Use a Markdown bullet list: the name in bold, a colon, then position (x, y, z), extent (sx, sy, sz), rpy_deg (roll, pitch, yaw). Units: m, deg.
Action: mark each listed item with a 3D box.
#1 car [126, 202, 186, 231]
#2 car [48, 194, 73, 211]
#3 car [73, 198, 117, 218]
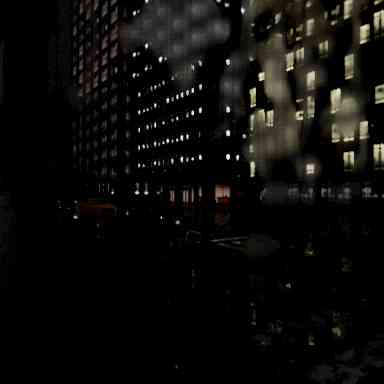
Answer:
- **car**: position (-2.227, 1.343, 19.771), extent (2.128, 1.511, 4.902), rpy_deg (0, 0, -37)
- **car**: position (-13.745, 1.044, 35.268), extent (2.097, 1.767, 4.553), rpy_deg (0, 0, -37)
- **car**: position (-7.858, 1.253, 27.340), extent (1.882, 1.535, 5.008), rpy_deg (0, 0, -37)
